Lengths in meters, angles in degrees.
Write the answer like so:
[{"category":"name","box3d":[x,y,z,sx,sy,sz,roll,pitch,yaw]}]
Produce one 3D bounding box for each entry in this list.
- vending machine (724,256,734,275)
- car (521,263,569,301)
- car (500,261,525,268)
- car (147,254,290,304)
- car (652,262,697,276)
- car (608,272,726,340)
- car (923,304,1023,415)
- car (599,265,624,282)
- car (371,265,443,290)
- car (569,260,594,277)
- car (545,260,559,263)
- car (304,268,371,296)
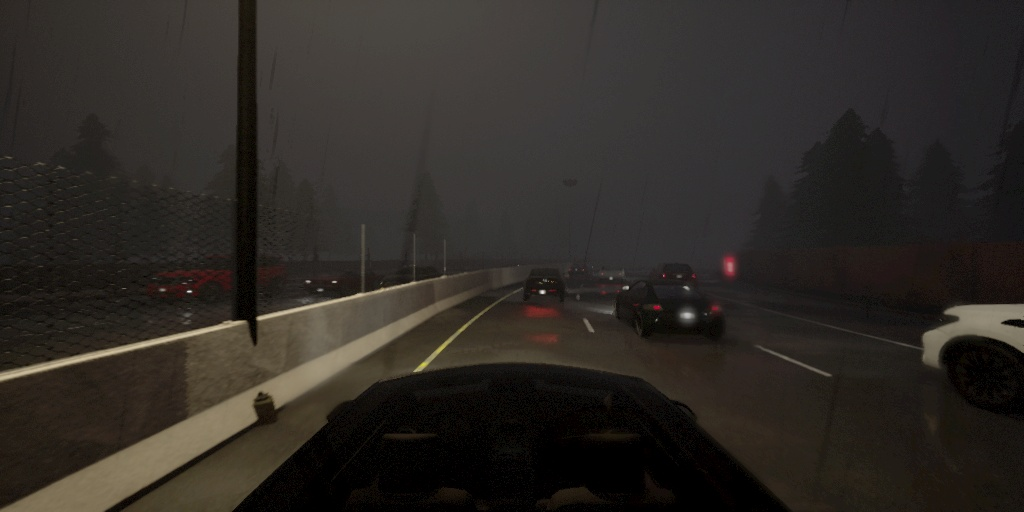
[{"category":"vending machine","box3d":[22.755,1.086,37.527,1.100,2.100,0.880,0,0,27]},{"category":"car","box3d":[1.709,1.280,17.595,1.837,1.490,4.892,0,0,10]},{"category":"car","box3d":[0.088,1.410,54.556,1.895,1.301,4.718,0,0,29]},{"category":"car","box3d":[-12.874,0.930,16.362,2.150,2.045,5.566,0,0,9]},{"category":"car","box3d":[9.800,1.168,22.021,2.097,1.767,4.553,0,0,13]},{"category":"car","box3d":[4.209,1.342,10.225,1.994,1.385,4.181,0,0,5]},{"category":"car","box3d":[7.177,1.005,2.897,2.150,2.045,5.566,0,0,1]},{"category":"car","box3d":[8.235,1.418,29.426,1.895,1.301,4.718,0,0,18]},{"category":"car","box3d":[-5.258,1.251,19.397,1.837,1.490,4.892,0,0,11]},{"category":"car","box3d":[7.069,1.368,36.483,2.033,1.411,5.357,0,0,22]},{"category":"car","box3d":[6.384,1.404,58.196,1.994,1.385,4.181,0,0,33]},{"category":"car","box3d":[-8.850,1.332,19.441,1.895,1.301,4.718,0,0,10]}]
